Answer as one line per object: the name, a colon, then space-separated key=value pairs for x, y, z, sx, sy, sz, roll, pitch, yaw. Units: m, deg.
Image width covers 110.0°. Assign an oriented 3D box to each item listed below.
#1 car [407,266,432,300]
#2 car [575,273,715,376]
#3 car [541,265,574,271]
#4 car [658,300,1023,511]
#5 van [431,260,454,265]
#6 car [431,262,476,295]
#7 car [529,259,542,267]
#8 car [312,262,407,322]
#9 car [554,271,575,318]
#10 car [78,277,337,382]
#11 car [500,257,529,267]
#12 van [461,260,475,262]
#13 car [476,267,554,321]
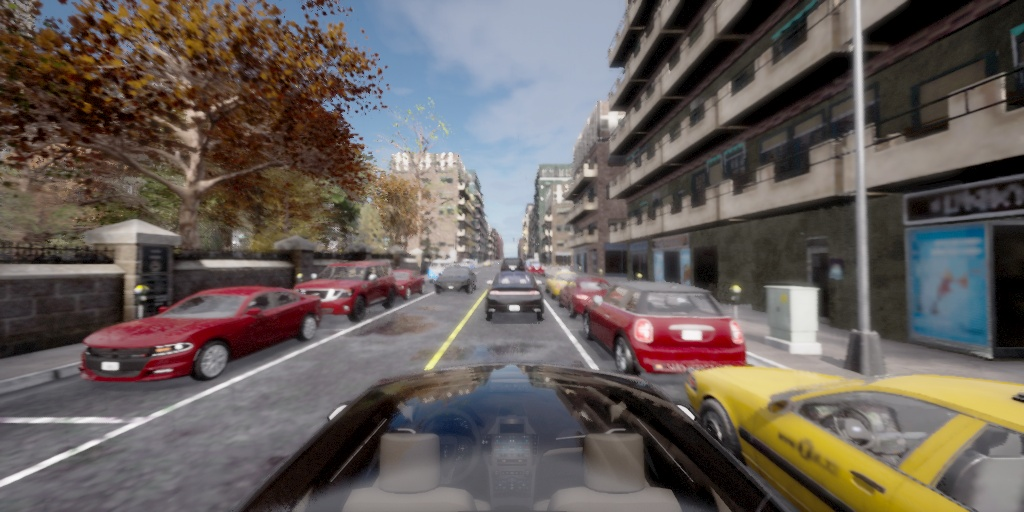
car: x=-5.696 y=1.391 z=18.364 sx=1.888 sy=1.381 sz=4.507 roll=0 pitch=0 yaw=0
car: x=2.690 y=1.222 z=7.321 sx=1.967 sy=1.591 sz=4.097 roll=0 pitch=0 yaw=0
car: x=2.685 y=1.371 z=18.537 sx=1.751 sy=1.417 sz=4.829 roll=0 pitch=0 yaw=0
car: x=2.692 y=1.276 z=1.968 sx=1.751 sy=1.417 sz=4.829 roll=0 pitch=0 yaw=0
van: x=-5.709 y=1.250 z=29.411 sx=1.690 sy=1.789 sz=3.998 roll=0 pitch=0 yaw=0
car: x=-3.108 y=1.337 z=20.752 sx=1.882 sy=1.535 sz=5.008 roll=0 pitch=0 yaw=0
car: x=2.645 y=1.413 z=40.460 sx=1.967 sy=1.591 sz=4.097 roll=0 pitch=0 yaw=0
car: x=-5.694 y=1.128 z=12.841 sx=2.192 sy=1.841 sz=5.009 roll=0 pitch=0 yaw=0
car: x=2.687 y=1.396 z=12.844 sx=1.802 sy=1.307 sz=4.207 roll=0 pitch=0 yaw=0
car: x=-5.691 y=1.327 z=7.318 sx=1.888 sy=1.381 sz=4.507 roll=0 pitch=0 yaw=0
car: x=0.085 y=1.146 z=32.117 sx=2.150 sy=2.045 sz=5.566 roll=0 pitch=0 yaw=0
van: x=-5.674 y=1.346 z=45.982 sx=1.690 sy=1.789 sz=3.998 roll=0 pitch=0 yaw=0
car: x=0.086 y=1.307 z=12.834 sx=2.128 sy=1.511 sz=4.902 roll=0 pitch=0 yaw=0
